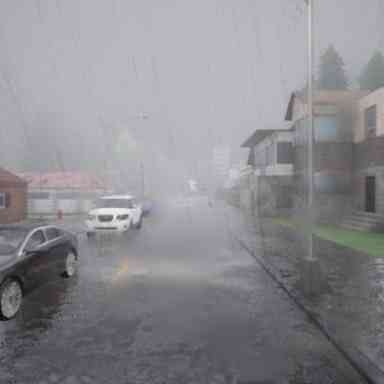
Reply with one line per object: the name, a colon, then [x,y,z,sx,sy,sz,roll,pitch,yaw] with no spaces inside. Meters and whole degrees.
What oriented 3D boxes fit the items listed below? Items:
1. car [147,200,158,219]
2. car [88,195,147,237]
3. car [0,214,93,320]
car: [-4.040,1.437,28.539,1.882,1.535,5.008,0,0,1]
car: [-4.074,1.196,18.252,2.150,2.045,5.566,0,0,-1]
car: [-4.075,1.482,7.364,2.128,1.511,4.902,0,0,0]
